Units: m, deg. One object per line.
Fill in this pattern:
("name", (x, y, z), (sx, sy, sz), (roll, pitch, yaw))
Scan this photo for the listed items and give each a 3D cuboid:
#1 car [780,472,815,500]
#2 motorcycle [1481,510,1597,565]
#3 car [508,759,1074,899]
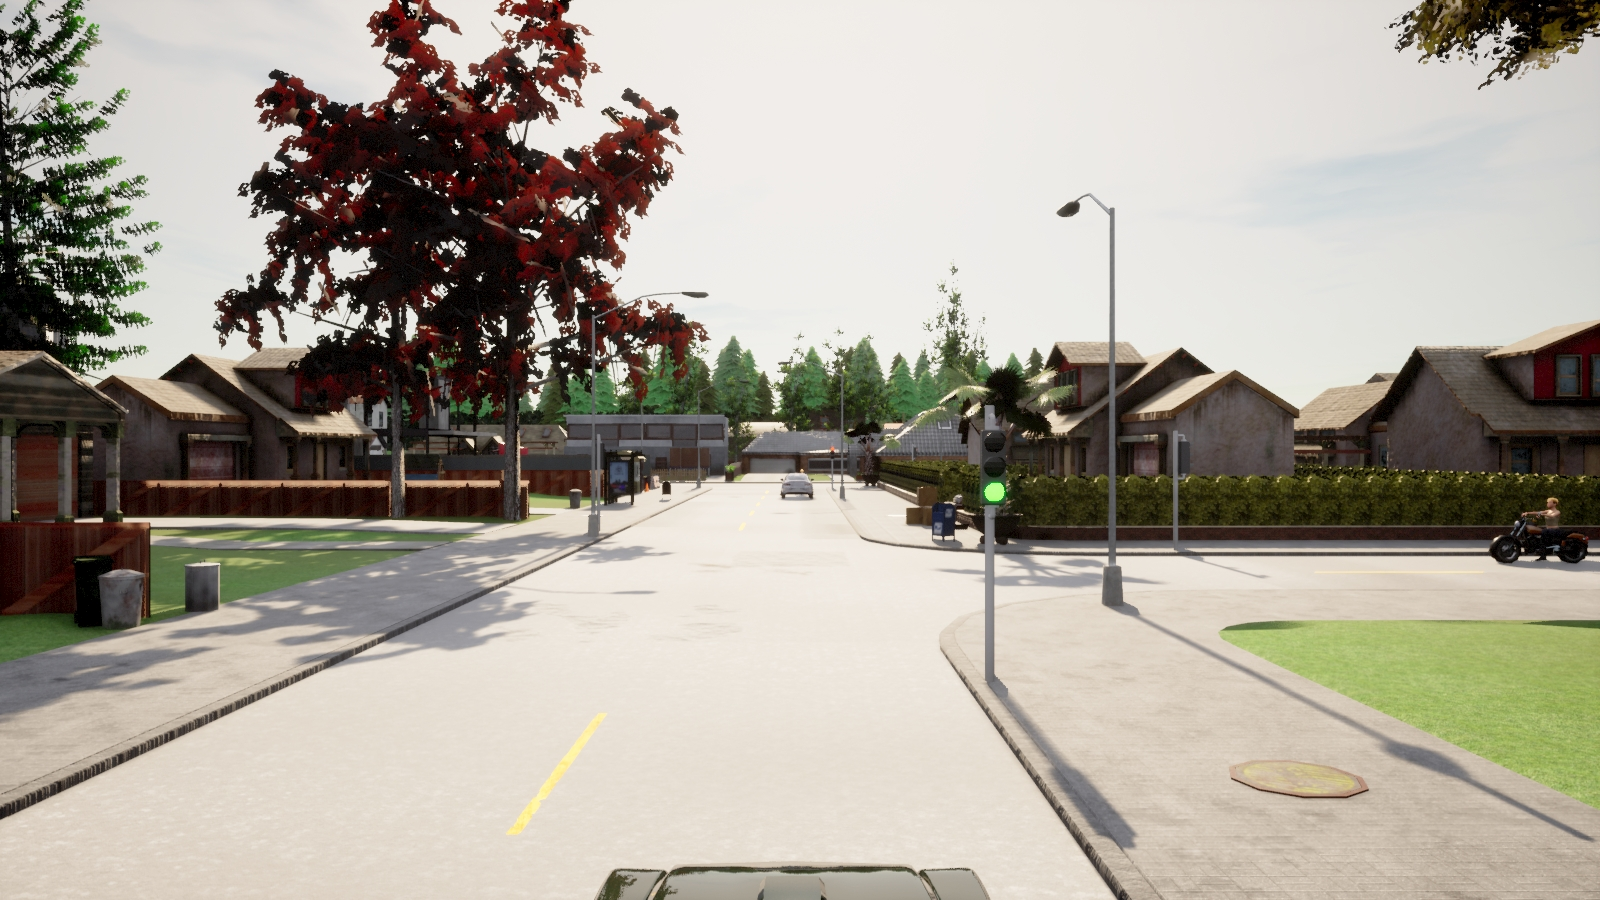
("car", (-0.164, 2.081, 66.907), (2.002, 1.442, 4.674), (0, 0, 0))
("motorcycle", (18.237, 2.155, 28.222), (2.356, 1.307, 0.764), (0, 0, 0))
("car", (-0.028, 2.155, 3.196), (1.895, 1.301, 4.718), (0, 0, 0))
